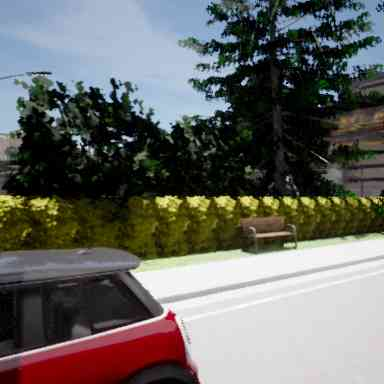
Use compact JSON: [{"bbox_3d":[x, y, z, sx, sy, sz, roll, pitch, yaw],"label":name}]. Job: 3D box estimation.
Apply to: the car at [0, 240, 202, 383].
[{"bbox_3d":[-2.204,1.347,2.535,4.553,1.767,2.097,1,0,-34],"label":"car"}]
